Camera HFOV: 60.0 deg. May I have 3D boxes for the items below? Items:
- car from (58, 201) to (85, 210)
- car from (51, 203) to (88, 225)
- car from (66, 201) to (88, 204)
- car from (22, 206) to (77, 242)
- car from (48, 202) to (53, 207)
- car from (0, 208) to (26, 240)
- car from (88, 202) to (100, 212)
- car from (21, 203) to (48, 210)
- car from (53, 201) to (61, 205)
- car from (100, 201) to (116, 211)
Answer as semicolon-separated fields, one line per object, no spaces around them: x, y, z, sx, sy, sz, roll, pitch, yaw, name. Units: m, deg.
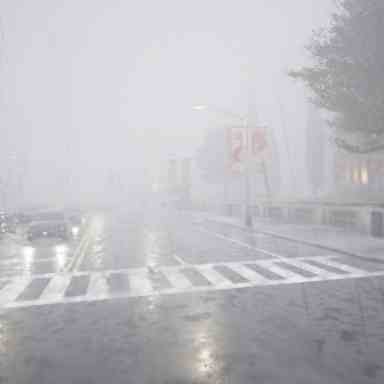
-21.417;2.371;59.148;4.892;1.490;1.837;-1;-1;33;car
-10.157;1.958;27.912;2.033;1.411;5.357;-1;-1;-15;car
-13.401;2.028;37.854;1.882;1.535;5.008;-1;-1;-23;car
-7.731;1.792;18.473;1.837;1.490;4.892;-1;-1;-15;car
-17.448;2.121;38.188;1.837;1.490;4.892;-1;-1;-27;car
-11.534;1.901;19.290;2.033;1.411;5.357;-1;-1;-14;car
-16.006;2.172;49.332;1.882;1.535;5.008;0;-1;-39;car
-13.984;1.953;28.541;1.882;1.535;5.008;-1;-1;-16;car
-23.521;2.351;56.351;5.008;1.535;1.882;-1;-1;33;car
-13.828;2.178;52.150;2.128;1.511;4.902;0;-1;-43;car
